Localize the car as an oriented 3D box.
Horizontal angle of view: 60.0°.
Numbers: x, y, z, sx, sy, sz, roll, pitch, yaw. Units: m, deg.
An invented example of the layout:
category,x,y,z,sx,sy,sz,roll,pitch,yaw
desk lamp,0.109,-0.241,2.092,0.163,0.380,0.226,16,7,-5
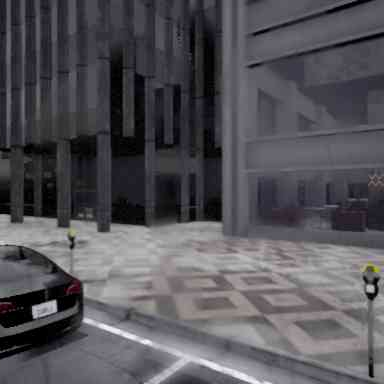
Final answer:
category,x,y,z,sx,sy,sz,roll,pitch,yaw
car,-3.602,1.558,5.534,4.313,1.339,1.947,0,0,36
